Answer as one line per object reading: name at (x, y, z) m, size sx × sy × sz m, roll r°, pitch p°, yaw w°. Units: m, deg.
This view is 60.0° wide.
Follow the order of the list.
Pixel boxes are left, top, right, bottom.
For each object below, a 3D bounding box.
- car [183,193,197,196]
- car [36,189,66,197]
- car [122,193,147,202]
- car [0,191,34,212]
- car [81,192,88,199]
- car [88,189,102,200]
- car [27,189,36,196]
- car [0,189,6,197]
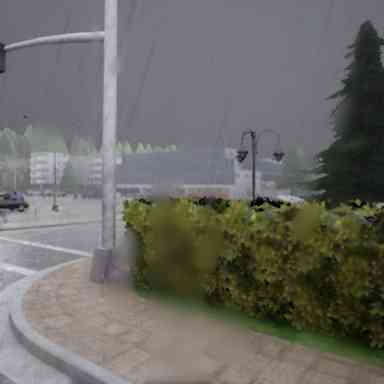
car at (-0.645, 0.942, 48.494) m, size 1.845 × 1.501 × 3.633 m, roll 1°, pitch 1°, yaw 36°
car at (-28.531, 0.208, 68.428) m, size 2.152 × 1.636 × 5.027 m, roll 1°, pitch 1°, yaw 36°
car at (-7.419, 0.907, 44.244) m, size 1.970 × 1.475 × 3.806 m, roll 1°, pitch 1°, yaw 36°
car at (-15.946, 0.907, 27.431) m, size 2.007 × 1.523 × 4.514 m, roll 1°, pitch 1°, yaw 36°
car at (-18.182, 0.323, 60.904) m, size 1.905 × 1.878 × 3.866 m, roll 1°, pitch 1°, yaw 36°
car at (-15.590, 0.387, 59.529) m, size 1.932 × 1.855 × 4.605 m, roll 1°, pitch 1°, yaw 36°
car at (-33.912, 0.190, 71.940) m, size 1.970 × 1.475 × 3.806 m, roll 1°, pitch 1°, yaw 36°
car at (-41.020, 0.201, 68.393) m, size 2.007 × 1.523 × 4.514 m, roll 1°, pitch 1°, yaw 36°
